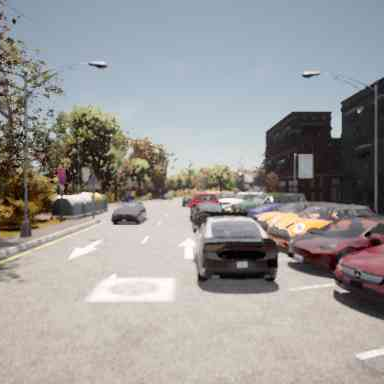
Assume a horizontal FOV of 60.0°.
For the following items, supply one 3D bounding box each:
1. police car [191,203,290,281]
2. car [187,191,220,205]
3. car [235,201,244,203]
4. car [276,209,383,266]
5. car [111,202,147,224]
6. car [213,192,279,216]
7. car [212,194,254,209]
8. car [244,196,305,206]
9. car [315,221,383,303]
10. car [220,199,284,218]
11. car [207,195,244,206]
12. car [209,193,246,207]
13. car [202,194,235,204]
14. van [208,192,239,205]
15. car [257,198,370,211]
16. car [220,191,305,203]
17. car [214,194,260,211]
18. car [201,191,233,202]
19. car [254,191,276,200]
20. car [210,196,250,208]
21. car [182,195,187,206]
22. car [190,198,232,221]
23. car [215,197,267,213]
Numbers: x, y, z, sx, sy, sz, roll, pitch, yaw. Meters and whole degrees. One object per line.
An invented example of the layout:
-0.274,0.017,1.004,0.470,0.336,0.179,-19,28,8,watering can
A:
1.062,1.356,9.782,1.930,1.638,5.238,0,0,-1,police car
0.924,1.062,25.701,2.150,2.045,5.566,0,0,-1,car
5.127,1.398,19.006,4.674,1.452,2.002,1,0,-20,car
5.178,1.443,9.988,4.792,1.488,2.163,1,1,-20,car
-4.260,1.396,23.363,2.033,1.411,5.357,0,0,-1,car
5.018,1.043,30.998,5.566,2.045,2.435,1,1,-20,car
4.941,1.131,40.014,4.553,1.767,2.185,1,0,-20,car
5.187,1.251,16.009,4.553,1.767,2.185,1,1,-20,car
5.236,1.475,6.997,4.674,1.452,2.002,1,1,-21,car
5.035,1.339,27.998,4.792,1.488,2.163,1,1,-20,car
4.887,1.225,49.034,5.008,1.535,2.097,1,0,-21,car
4.956,1.110,46.031,4.553,1.767,2.185,1,0,-21,car
4.627,1.189,57.976,5.366,1.575,1.946,1,0,-21,car
4.976,0.990,52.080,4.442,1.987,1.878,1,0,-21,van
5.212,1.269,13.008,4.553,1.767,2.185,1,1,-20,car
5.098,1.090,21.982,5.566,2.045,2.435,1,1,-21,car
4.964,1.143,37.013,4.553,1.767,2.185,1,0,-20,car
4.753,0.923,64.070,5.566,2.045,2.435,1,0,-21,car
17.553,0.877,80.195,2.435,2.045,5.566,0,1,-22,car
4.948,1.286,43.023,4.674,1.452,2.002,1,0,-20,car
-0.445,1.236,47.755,2.128,1.511,4.902,0,0,0,car
0.974,1.347,19.672,1.882,1.535,5.008,0,0,-1,car
4.993,1.311,34.000,4.792,1.488,2.163,1,1,-20,car
